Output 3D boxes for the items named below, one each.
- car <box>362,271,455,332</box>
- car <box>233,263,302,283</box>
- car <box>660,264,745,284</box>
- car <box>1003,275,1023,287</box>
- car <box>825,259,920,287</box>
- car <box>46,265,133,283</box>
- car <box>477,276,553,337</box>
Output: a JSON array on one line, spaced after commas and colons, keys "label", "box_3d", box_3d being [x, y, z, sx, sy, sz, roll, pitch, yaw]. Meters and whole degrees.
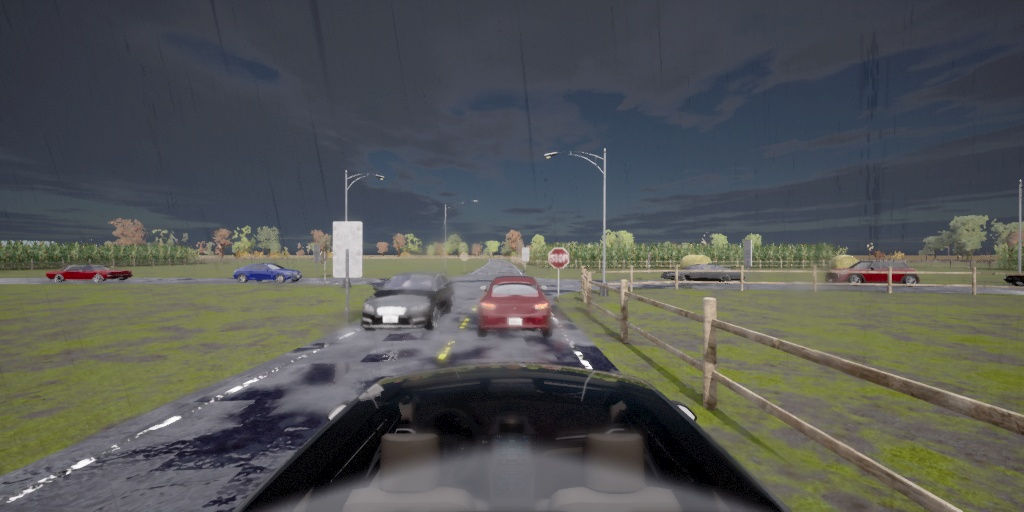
[{"label": "car", "box_3d": [-2.923, 1.240, 10.985, 2.128, 1.511, 4.902, 0, 0, -1]}, {"label": "car", "box_3d": [-18.291, 1.263, 26.878, 4.674, 1.442, 1.812, 0, 0, 3]}, {"label": "car", "box_3d": [13.878, 1.292, 26.328, 5.357, 1.411, 2.033, 0, 0, 10]}, {"label": "car", "box_3d": [34.132, 1.369, 22.079, 4.718, 1.301, 1.895, 0, 0, 14]}, {"label": "car", "box_3d": [24.246, 1.109, 24.339, 4.553, 1.767, 2.097, 0, 0, 12]}, {"label": "car", "box_3d": [-31.919, 1.334, 27.223, 4.718, 1.301, 1.895, 0, 0, 0]}, {"label": "car", "box_3d": [0.058, 1.274, 10.147, 1.812, 1.442, 4.674, 0, 0, -1]}]
